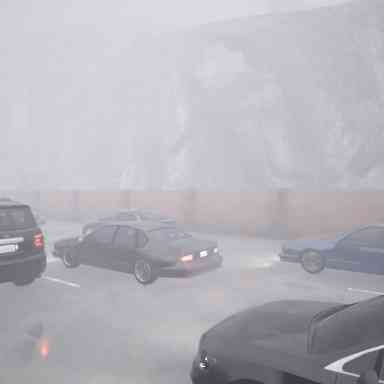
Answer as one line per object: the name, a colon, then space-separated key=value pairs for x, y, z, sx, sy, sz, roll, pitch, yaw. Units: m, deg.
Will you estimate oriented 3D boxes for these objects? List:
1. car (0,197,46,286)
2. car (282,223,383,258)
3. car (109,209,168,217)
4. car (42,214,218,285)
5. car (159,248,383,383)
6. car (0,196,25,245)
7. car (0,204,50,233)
car: x=-5.865 y=1.221 z=8.155 sx=5.566 sy=2.045 sz=2.150 roll=0 pitch=0 yaw=35
car: x=5.160 y=1.547 z=8.916 sx=5.357 sy=1.411 sz=2.033 roll=0 pitch=0 yaw=35
car: x=-2.785 y=1.505 z=14.555 sx=4.892 sy=1.490 sz=1.837 roll=0 pitch=0 yaw=35
car: x=-1.762 y=1.547 z=9.530 sx=5.357 sy=1.411 sz=2.033 roll=0 pitch=0 yaw=35
car: x=2.247 y=1.505 z=2.445 sx=4.892 sy=1.490 sz=1.837 roll=0 pitch=0 yaw=35
car: x=-10.371 y=1.222 z=15.644 sx=5.566 sy=2.045 sz=2.150 roll=0 pitch=0 yaw=36
car: x=-11.214 y=1.548 z=20.547 sx=5.357 sy=1.411 sz=2.033 roll=0 pitch=0 yaw=35
